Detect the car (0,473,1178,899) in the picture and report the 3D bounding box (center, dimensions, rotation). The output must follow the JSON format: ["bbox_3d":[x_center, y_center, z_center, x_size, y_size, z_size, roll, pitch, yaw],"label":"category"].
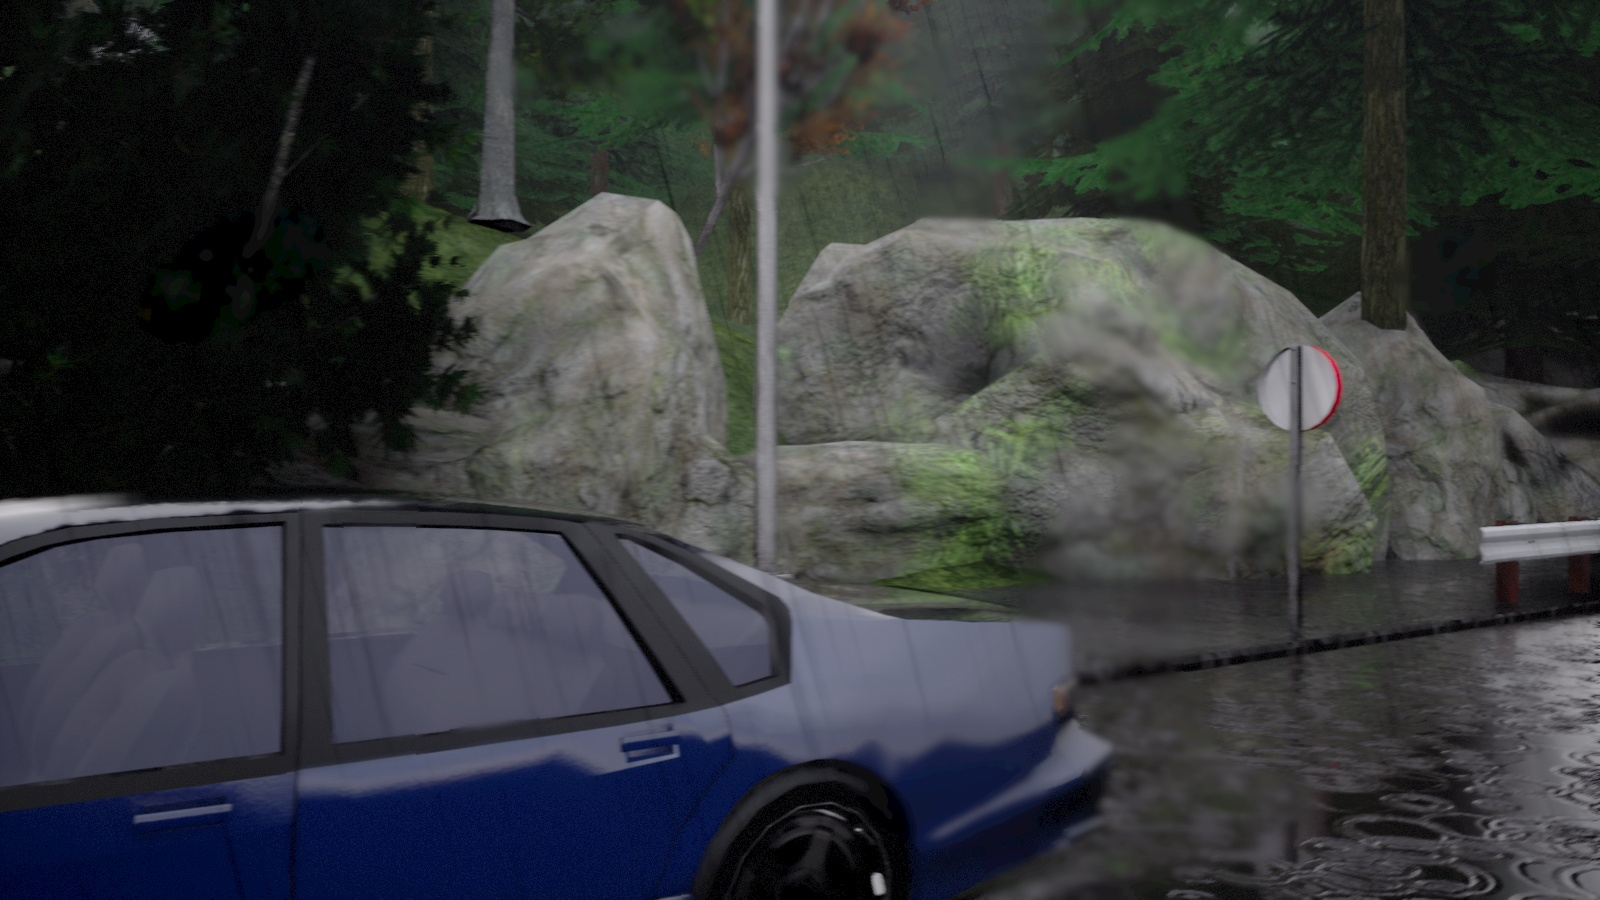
[{"bbox_3d":[-1.631,0.803,3.130,5.357,1.411,2.033,0,0,-35],"label":"car"}]
